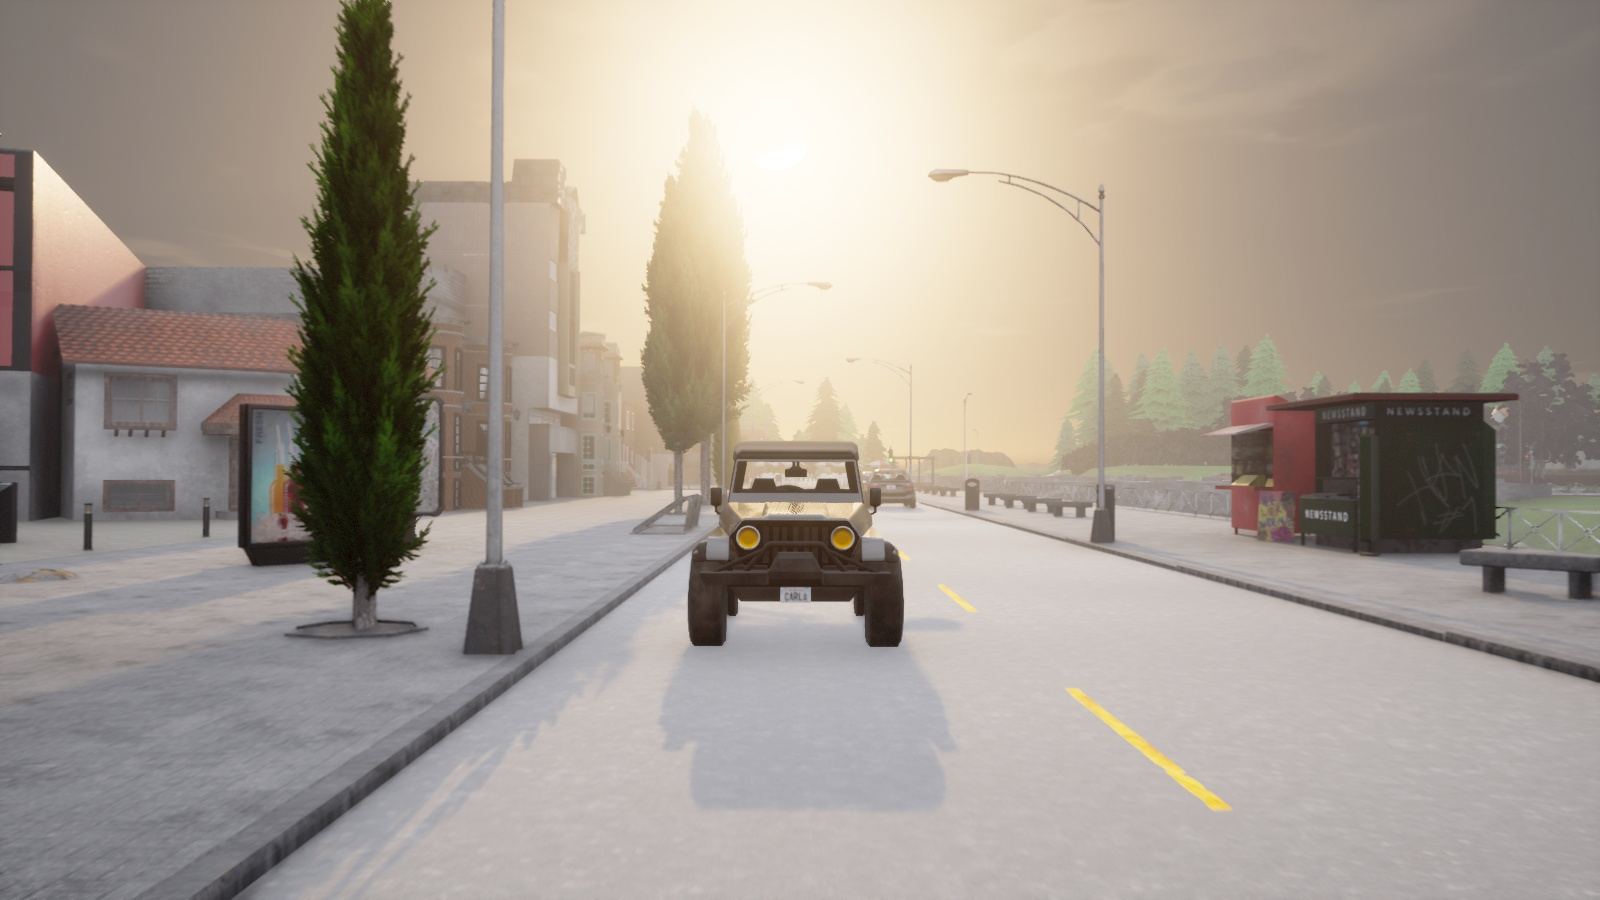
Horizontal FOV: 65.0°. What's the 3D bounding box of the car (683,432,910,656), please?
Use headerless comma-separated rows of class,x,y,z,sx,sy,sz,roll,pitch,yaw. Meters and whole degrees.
car,-0.034,0.820,12.525,1.905,1.878,3.866,0,-1,0

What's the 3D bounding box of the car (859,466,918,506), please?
car,3.855,1.569,55.274,2.242,1.667,4.611,0,-1,0
